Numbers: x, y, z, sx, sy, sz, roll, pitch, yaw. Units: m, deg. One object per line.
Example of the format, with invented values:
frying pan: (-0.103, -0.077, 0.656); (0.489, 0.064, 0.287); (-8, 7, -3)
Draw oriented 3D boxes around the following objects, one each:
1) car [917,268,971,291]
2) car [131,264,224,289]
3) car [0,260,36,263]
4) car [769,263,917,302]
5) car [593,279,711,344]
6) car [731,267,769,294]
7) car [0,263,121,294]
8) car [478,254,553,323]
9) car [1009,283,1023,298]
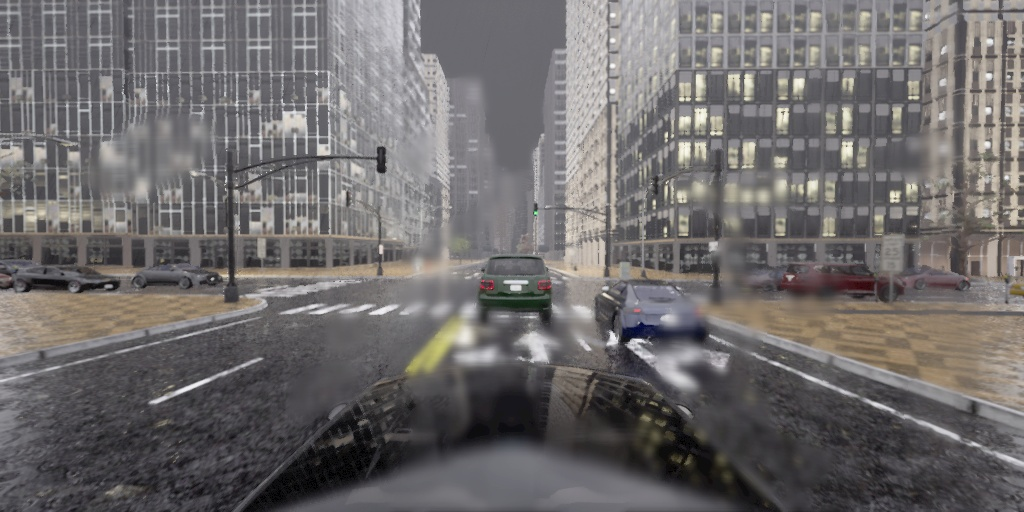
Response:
car: (26.873, 1.507, 23.382); (4.181, 1.385, 1.994); (0, 1, 1)
car: (-19.461, 1.148, 20.959); (4.181, 1.385, 1.994); (1, 1, 1)
car: (-29.431, 0.985, 21.162); (4.902, 1.511, 2.128); (1, 1, 1)
car: (16.196, 1.262, 17.786); (5.009, 1.841, 2.192); (0, 0, 1)
car: (3.448, 1.302, 9.587); (1.994, 1.385, 4.181); (0, 0, 3)
car: (15.951, 1.442, 20.804); (5.357, 1.411, 2.033); (1, 1, 8)
car: (-22.729, 1.167, 18.319); (4.313, 1.339, 1.948); (0, 0, 1)
car: (0.105, 0.980, 12.238); (2.150, 2.045, 5.566); (0, -1, 0)
car: (27.644, 1.572, 17.587); (4.829, 1.417, 1.751); (0, 0, 1)
